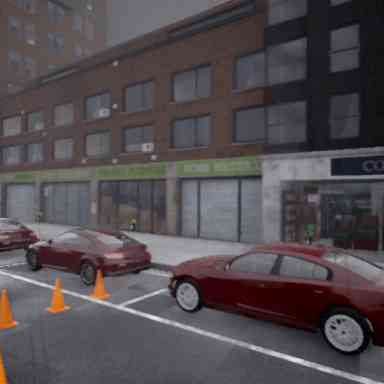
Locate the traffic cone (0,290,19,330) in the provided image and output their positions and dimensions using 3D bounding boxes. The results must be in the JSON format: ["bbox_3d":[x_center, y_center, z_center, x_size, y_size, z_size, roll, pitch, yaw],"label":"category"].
[{"bbox_3d":[-3.213,1.987,5.696,0.340,0.580,0.340,0,0,36],"label":"traffic cone"}]

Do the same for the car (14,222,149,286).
[{"bbox_3d":[-3.007,1.640,9.423,4.206,1.307,1.802,0,0,36],"label":"car"}]

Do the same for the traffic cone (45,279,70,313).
[{"bbox_3d":[-2.624,1.994,6.505,0.340,0.580,0.340,0,0,36],"label":"traffic cone"}]

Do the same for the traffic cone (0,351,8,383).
[{"bbox_3d":[-2.186,1.976,3.710,0.340,0.580,0.340,0,-1,36],"label":"traffic cone"}]

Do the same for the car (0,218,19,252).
[{"bbox_3d":[-7.581,1.646,12.757,4.206,1.307,1.802,0,0,36],"label":"car"}]

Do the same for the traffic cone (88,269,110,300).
[{"bbox_3d":[-2.035,2.002,7.313,0.340,0.580,0.340,0,0,36],"label":"traffic cone"}]

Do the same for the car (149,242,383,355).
[{"bbox_3d":[1.568,1.596,6.089,4.507,1.381,1.887,0,0,36],"label":"car"}]
